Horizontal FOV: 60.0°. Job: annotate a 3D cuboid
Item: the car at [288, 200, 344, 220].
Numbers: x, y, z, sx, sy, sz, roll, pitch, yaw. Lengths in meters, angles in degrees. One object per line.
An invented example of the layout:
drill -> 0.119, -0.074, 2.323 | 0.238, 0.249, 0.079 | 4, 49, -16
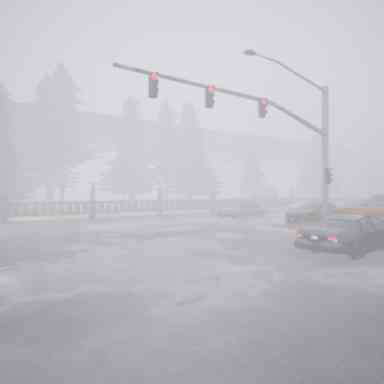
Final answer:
car -> 10.763, 1.477, 28.820 | 4.902, 1.511, 2.128 | 0, 0, -35

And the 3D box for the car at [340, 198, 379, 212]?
car -> 20.045, 1.469, 39.670 | 4.902, 1.511, 2.128 | 0, 0, -36

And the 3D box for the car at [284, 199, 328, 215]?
car -> 11.611, 1.509, 33.678 | 4.674, 1.442, 1.812 | 0, 0, -35

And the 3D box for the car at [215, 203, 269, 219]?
car -> 4.294, 1.589, 28.531 | 4.718, 1.301, 1.895 | 0, 0, -35

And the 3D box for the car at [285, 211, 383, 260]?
car -> 6.064, 1.540, 12.374 | 5.357, 1.411, 2.033 | 0, 0, -36

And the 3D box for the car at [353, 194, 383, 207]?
car -> 16.575, 1.204, 28.628 | 5.566, 2.045, 2.150 | 0, 0, -35

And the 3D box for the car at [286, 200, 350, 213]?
car -> 8.473, 1.466, 22.874 | 5.008, 1.535, 1.882 | 0, 0, -36

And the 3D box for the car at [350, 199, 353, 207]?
car -> 18.773, 1.471, 34.463 | 4.902, 1.511, 2.128 | 0, 0, -36
